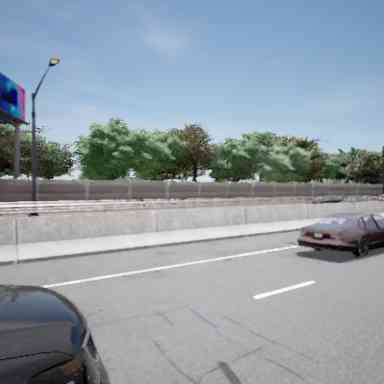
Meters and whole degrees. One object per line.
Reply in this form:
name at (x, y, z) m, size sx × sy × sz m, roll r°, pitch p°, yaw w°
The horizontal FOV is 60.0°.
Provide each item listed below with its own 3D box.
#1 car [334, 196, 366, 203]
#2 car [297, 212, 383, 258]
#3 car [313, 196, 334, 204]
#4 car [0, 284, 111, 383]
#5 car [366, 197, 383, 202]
car at (19.385, 1.275, 39.196) m, size 4.902 × 1.511 × 2.128 m, roll 0°, pitch 0°, yaw -36°
car at (6.229, 1.468, 12.481) m, size 5.357 × 1.411 × 2.033 m, roll 0°, pitch 0°, yaw -35°
car at (17.254, 1.252, 41.976) m, size 5.008 × 1.535 × 1.882 m, roll 0°, pitch 0°, yaw -35°
car at (-3.177, 1.236, 1.480) m, size 5.566 × 2.045 × 2.150 m, roll -1°, pitch 0°, yaw -36°
car at (21.394, 1.379, 36.329) m, size 4.718 × 1.301 × 1.895 m, roll 0°, pitch 0°, yaw -36°
